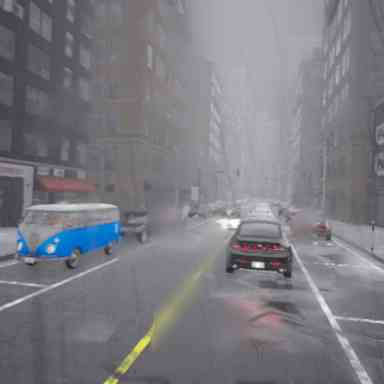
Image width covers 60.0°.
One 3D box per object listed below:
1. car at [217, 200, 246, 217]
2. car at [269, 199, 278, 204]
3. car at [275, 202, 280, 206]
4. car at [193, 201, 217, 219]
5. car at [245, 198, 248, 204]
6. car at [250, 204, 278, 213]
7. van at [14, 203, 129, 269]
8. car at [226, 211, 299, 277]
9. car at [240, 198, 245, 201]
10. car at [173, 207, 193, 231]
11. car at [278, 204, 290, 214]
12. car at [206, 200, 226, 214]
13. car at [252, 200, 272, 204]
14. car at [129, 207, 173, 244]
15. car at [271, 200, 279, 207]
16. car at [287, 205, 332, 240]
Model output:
[{"bbox_3d":[4.159,1.872,34.992,2.128,1.511,4.902,2,0,12],"label":"car"},{"bbox_3d":[19.364,2.700,77.355,1.967,1.590,4.097,2,-1,12],"label":"car"},{"bbox_3d":[11.528,2.261,41.104,1.947,1.339,4.313,2,0,12],"label":"car"},{"bbox_3d":[0.886,1.805,32.145,1.947,1.339,4.313,2,0,12],"label":"car"},{"bbox_3d":[13.328,2.687,89.732,2.008,1.369,4.403,2,-1,12],"label":"car"},{"bbox_3d":[5.219,1.879,24.858,1.812,1.442,4.674,2,-1,12],"label":"car"},{"bbox_3d":[-3.735,1.269,10.635,1.690,1.788,3.998,2,0,12],"label":"van"},{"bbox_3d":[2.237,1.659,11.019,1.837,1.490,4.892,2,0,12],"label":"car"},{"bbox_3d":[11.034,2.543,79.162,1.802,1.307,4.206,2,-1,12],"label":"car"},{"bbox_3d":[-1.429,1.665,21.389,1.802,1.307,4.206,2,0,12],"label":"car"},{"bbox_3d":[9.215,2.088,30.349,2.008,1.369,4.403,2,0,12],"label":"car"},{"bbox_3d":[3.204,1.837,42.901,1.967,1.590,4.097,2,0,12],"label":"car"},{"bbox_3d":[8.439,2.100,40.220,1.812,1.442,4.674,2,0,12],"label":"car"},{"bbox_3d":[-2.585,1.571,16.012,1.947,1.339,4.313,2,0,12],"label":"car"},{"bbox_3d":[20.544,2.875,82.806,1.752,1.417,4.829,2,-1,12],"label":"car"},{"bbox_3d":[6.905,1.822,19.594,1.967,1.590,4.097,2,0,12],"label":"car"}]
